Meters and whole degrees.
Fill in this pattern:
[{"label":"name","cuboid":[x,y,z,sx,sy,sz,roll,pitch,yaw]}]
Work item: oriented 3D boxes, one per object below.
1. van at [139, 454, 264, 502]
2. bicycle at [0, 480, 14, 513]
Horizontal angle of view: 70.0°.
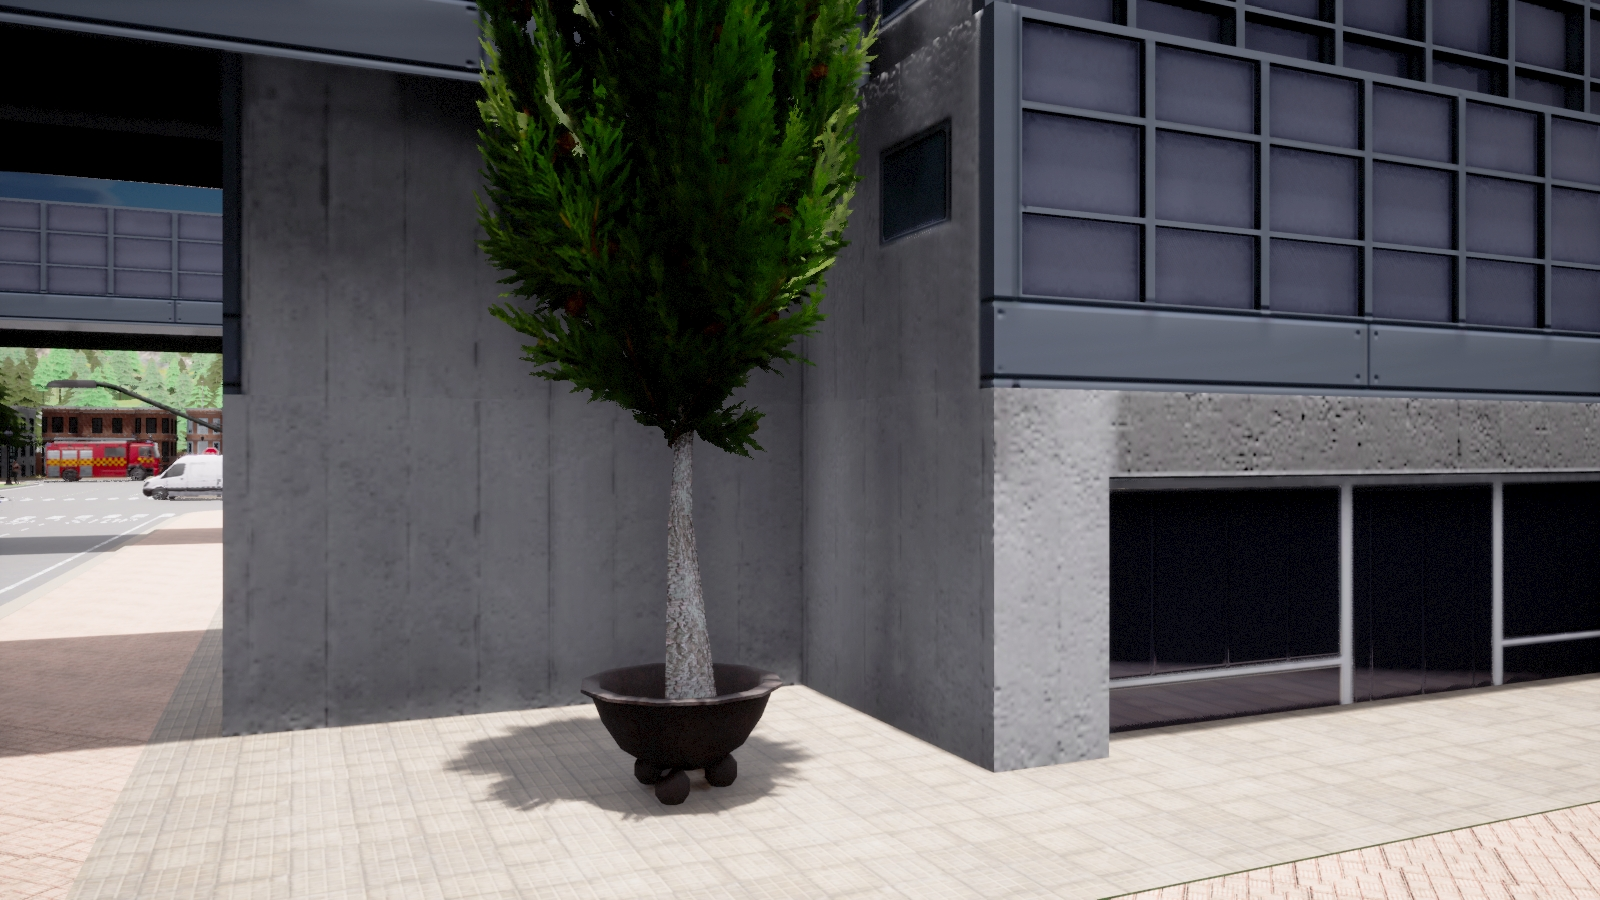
[{"label":"van","cuboid":[-33.400,1.534,63.919,5.915,2.561,1.988,0,0,-13]},{"label":"bicycle","cuboid":[-35.918,2.060,50.591,1.835,1.471,0.329,0,0,-24]}]
